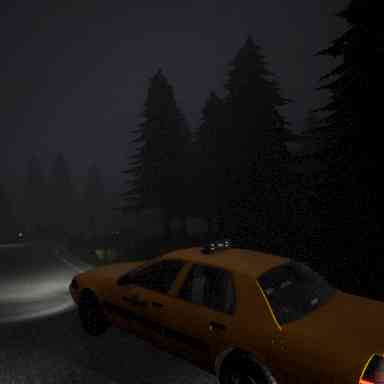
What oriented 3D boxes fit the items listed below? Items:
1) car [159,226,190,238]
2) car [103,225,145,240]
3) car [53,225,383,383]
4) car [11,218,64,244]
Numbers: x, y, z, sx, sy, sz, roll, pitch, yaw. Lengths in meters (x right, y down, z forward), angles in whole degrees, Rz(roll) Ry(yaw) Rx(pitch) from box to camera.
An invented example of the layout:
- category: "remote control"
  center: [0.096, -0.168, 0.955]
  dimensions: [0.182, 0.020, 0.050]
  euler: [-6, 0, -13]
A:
- category: "car"
  center: [-2.326, 5.543, 46.260]
  dimensions: [1.882, 1.535, 5.008]
  euler: [-5, -8, 30]
- category: "car"
  center: [-7.442, 4.510, 36.950]
  dimensions: [2.033, 1.411, 5.357]
  euler: [-4, -8, 20]
- category: "car"
  center: [0.143, 1.440, 4.734]
  dimensions: [5.366, 1.575, 1.801]
  euler: [0, 1, 43]
- category: "car"
  center: [-12.752, 3.224, 28.107]
  dimensions: [2.150, 2.045, 5.566]
  euler: [-4, -7, 7]
